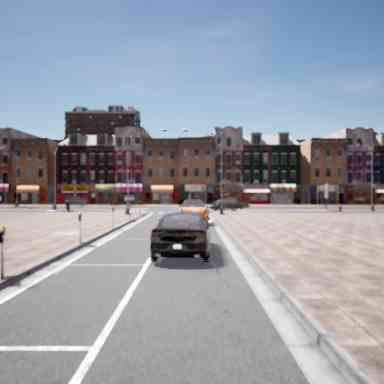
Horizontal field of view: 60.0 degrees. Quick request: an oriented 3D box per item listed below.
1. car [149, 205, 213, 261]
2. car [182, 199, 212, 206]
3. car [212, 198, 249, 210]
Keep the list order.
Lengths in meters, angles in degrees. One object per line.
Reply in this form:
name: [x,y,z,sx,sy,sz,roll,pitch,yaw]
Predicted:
car: [-0.284,1.449,12.184,1.882,1.535,5.008,0,0,3]
car: [0.086,1.299,23.598,2.097,1.767,4.553,0,0,0]
car: [4.480,1.460,39.031,4.674,1.442,1.812,0,-1,-27]
